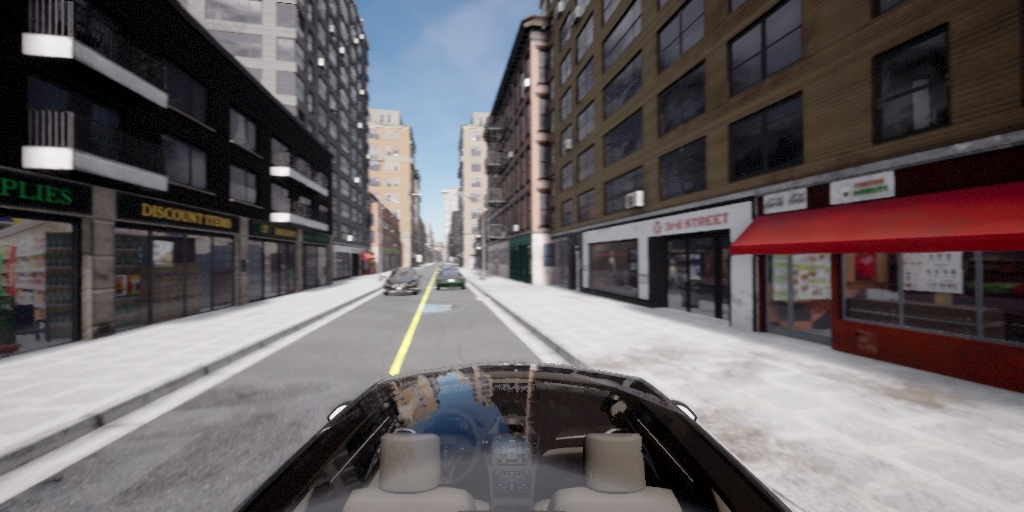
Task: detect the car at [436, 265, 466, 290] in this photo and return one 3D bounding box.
[{"bbox_3d":[-4.319,1.567,25.241,1.994,1.385,4.181,0,0,-11],"label":"car"}]

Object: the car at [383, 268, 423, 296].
[{"bbox_3d":[-6.447,1.492,21.412,1.837,1.490,4.892,0,-1,-11],"label":"car"}]
